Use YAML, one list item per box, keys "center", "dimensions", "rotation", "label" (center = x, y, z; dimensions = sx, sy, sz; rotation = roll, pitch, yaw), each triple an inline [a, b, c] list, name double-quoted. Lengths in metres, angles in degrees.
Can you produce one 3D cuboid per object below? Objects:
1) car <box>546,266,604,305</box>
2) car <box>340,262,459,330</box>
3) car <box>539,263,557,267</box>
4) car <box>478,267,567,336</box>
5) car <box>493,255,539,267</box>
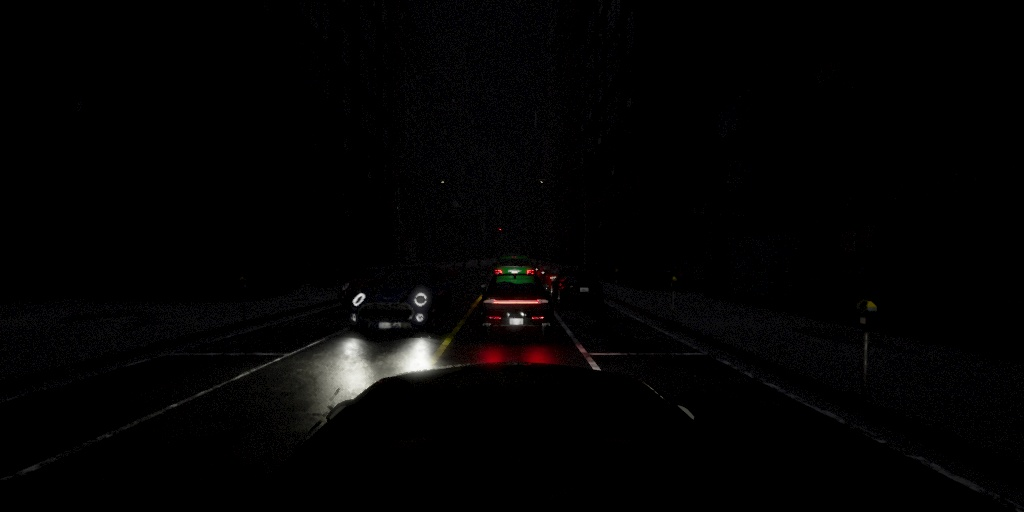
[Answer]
- center: [2.750, 1.314, 15.657]
  dimensions: [1.948, 1.339, 4.313]
  rotation: [0, 0, 0]
  label: "car"
- center: [-3.104, 1.100, 10.994]
  dimensions: [2.097, 1.767, 4.553]
  rotation: [0, 0, 0]
  label: "car"
- center: [2.746, 1.293, 21.161]
  dimensions: [1.888, 1.381, 4.507]
  rotation: [0, 0, 0]
  label: "car"
- center: [0.093, 1.240, 10.387]
  dimensions: [2.128, 1.511, 4.902]
  rotation: [0, 0, 0]
  label: "car"
- center: [0.086, 0.970, 20.307]
  dimensions: [2.150, 2.045, 5.566]
  rotation: [0, 0, -1]
  label: "car"
